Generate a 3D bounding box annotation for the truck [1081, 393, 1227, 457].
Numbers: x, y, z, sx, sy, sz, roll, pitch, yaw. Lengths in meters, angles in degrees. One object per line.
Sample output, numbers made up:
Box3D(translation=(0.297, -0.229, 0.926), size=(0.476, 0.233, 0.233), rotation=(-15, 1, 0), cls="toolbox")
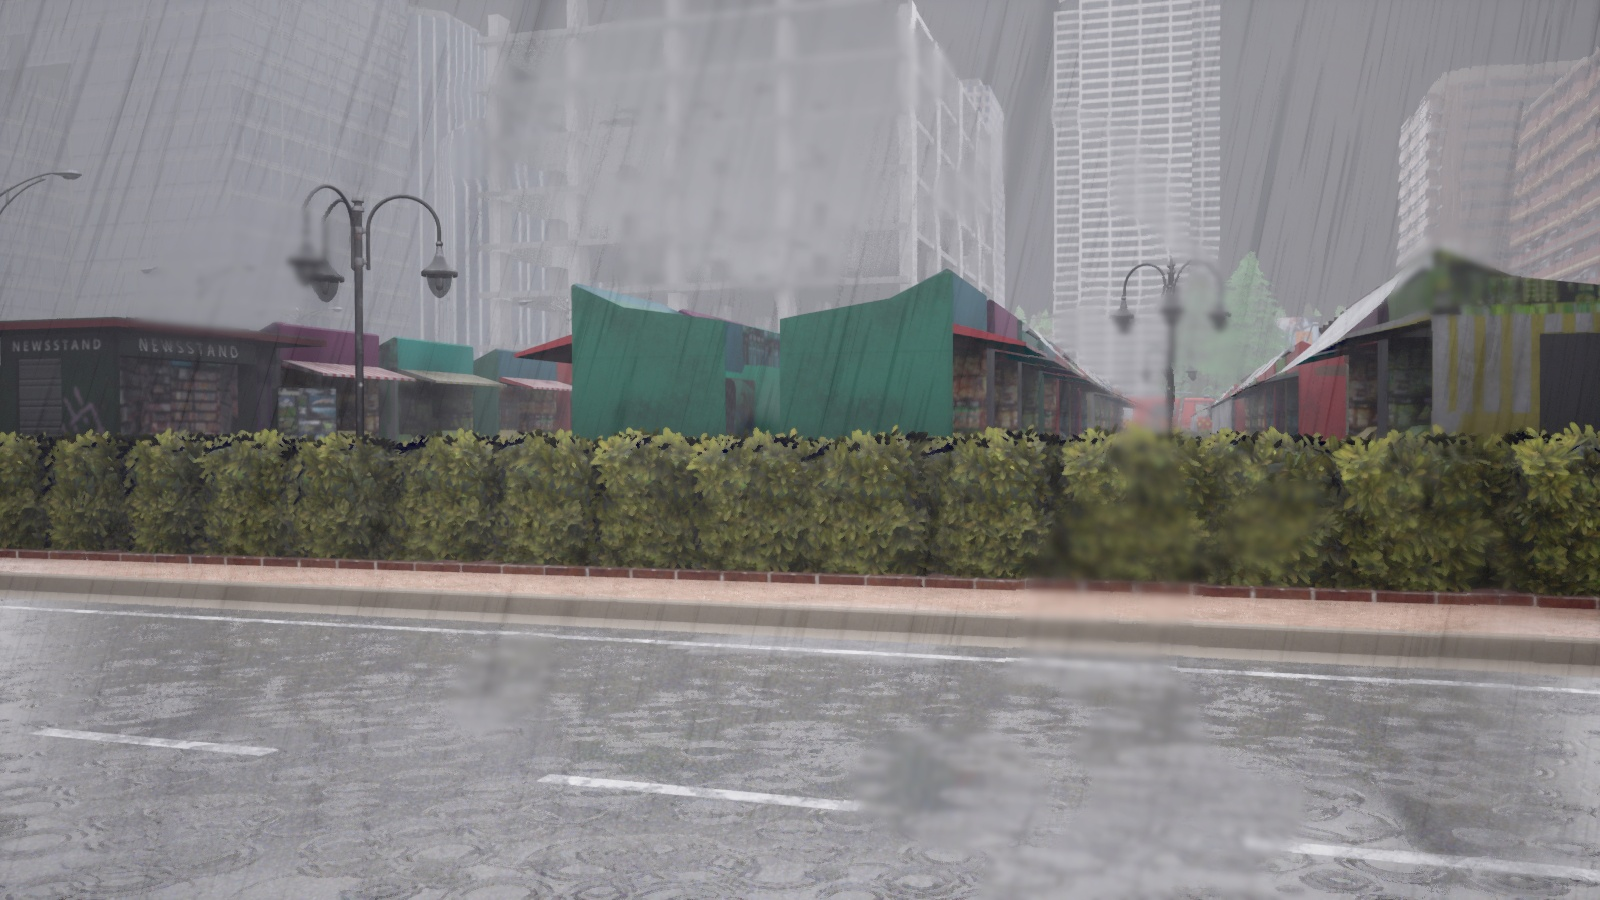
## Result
Box3D(translation=(21.767, -1.552, 77.417), size=(8.468, 3.827, 2.891), rotation=(0, 1, 16), cls="truck")
